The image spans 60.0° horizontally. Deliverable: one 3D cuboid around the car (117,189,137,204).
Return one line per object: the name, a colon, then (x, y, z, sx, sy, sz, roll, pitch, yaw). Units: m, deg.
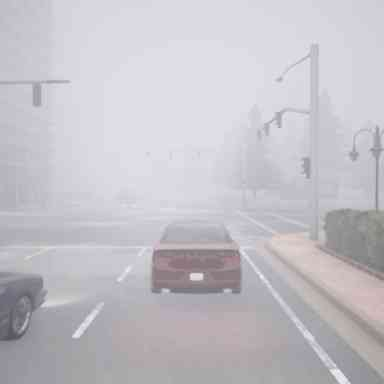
car: (-9.407, 0.556, 47.704, 2.150, 2.045, 5.566, 0, 1, -21)

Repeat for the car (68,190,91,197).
car: (-25.774, 0.414, 76.357, 5.008, 1.535, 1.882, 0, 1, 24)

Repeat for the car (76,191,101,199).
car: (-19.554, 0.660, 63.717, 5.357, 1.411, 2.033, 1, 1, 43)

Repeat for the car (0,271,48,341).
car: (-3.428, 1.499, 3.304, 2.033, 1.411, 5.357, 0, 1, 0)

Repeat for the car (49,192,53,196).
car: (-35.599, 0.356, 79.833, 4.181, 1.385, 1.994, 0, 1, 9)

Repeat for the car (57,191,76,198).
car: (-27.153, 0.521, 73.149, 5.357, 1.411, 2.033, 0, 1, 24)

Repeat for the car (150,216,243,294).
car: (0.094, 1.357, 8.530, 1.882, 1.535, 5.008, 0, 1, 0)
